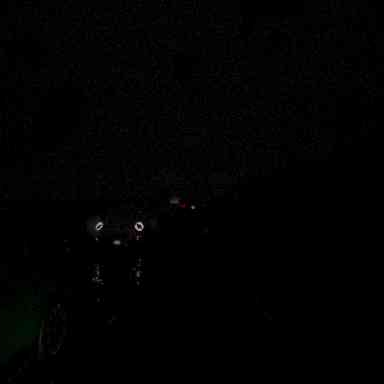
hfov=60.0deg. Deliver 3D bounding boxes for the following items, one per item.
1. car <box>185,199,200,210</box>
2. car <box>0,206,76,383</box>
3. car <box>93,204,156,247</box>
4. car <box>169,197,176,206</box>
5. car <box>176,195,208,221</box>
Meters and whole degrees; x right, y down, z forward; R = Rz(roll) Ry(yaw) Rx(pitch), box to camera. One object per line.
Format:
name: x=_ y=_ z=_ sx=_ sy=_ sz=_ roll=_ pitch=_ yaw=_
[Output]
car: x=0.066 y=1.604 z=44.015 sx=1.895 sy=1.301 sz=4.718 roll=0 pitch=0 yaw=0
car: x=-2.847 y=1.221 z=2.871 sx=2.150 sy=2.045 sz=5.566 roll=0 pitch=0 yaw=1
car: x=-2.845 y=1.354 z=14.904 sx=2.097 sy=1.767 sz=4.553 roll=0 pitch=0 yaw=0
car: x=-2.845 y=1.533 z=56.516 sx=1.812 sy=1.442 sz=4.674 roll=0 pitch=0 yaw=0
car: x=0.083 y=1.224 z=27.083 sx=2.150 sy=2.045 sz=5.566 roll=0 pitch=0 yaw=0
